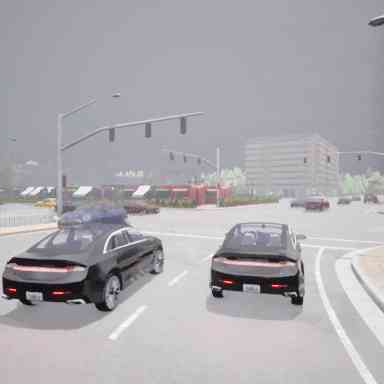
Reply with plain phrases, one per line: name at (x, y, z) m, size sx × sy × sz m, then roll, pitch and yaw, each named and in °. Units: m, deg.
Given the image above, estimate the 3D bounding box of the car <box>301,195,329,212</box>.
car at (14.872, 1.477, 39.349) m, size 1.882 × 1.535 × 5.008 m, roll 0°, pitch 0°, yaw 33°

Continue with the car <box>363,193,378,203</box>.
car at (36.576, 1.224, 68.305) m, size 2.150 × 2.045 × 5.566 m, roll 0°, pitch 0°, yaw 31°

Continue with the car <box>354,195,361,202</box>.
car at (39.246, 1.524, 79.411) m, size 2.128 × 1.511 × 4.902 m, roll 0°, pitch 0°, yaw 31°

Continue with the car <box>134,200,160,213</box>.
car at (-5.517, 1.532, 33.046) m, size 5.008 × 1.535 × 1.882 m, roll 0°, pitch 0°, yaw 30°

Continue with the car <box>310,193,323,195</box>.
car at (21.048, 1.220, 56.430) m, size 2.150 × 2.045 × 5.566 m, roll 0°, pitch 0°, yaw 31°

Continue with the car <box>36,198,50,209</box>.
car at (-16.462, 1.532, 39.699) m, size 5.008 × 1.535 × 1.882 m, roll 0°, pitch 0°, yaw 32°

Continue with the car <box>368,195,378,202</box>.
car at (42.086, 1.523, 77.344) m, size 1.812 × 1.442 × 4.674 m, roll 0°, pitch 0°, yaw 31°

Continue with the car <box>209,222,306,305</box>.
car at (1.735, 1.491, 8.212) m, size 2.128 × 1.511 × 4.902 m, roll 0°, pitch 0°, yaw 16°

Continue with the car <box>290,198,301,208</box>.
car at (15.436, 1.546, 47.260) m, size 2.033 × 1.411 × 5.357 m, roll 0°, pitch 0°, yaw 31°

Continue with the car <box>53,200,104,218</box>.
car at (-11.029, 1.545, 32.215) m, size 4.902 × 1.511 × 2.128 m, roll 0°, pitch 0°, yaw 32°

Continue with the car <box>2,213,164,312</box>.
car at (-2.081, 1.491, 7.816) m, size 2.128 × 1.511 × 4.902 m, roll 0°, pitch 0°, yaw 12°

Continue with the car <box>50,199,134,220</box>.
car at (-5.555, 1.349, 19.189) m, size 2.097 × 1.767 × 4.553 m, roll 0°, pitch 0°, yaw 19°

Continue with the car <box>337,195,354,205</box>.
car at (27.750, 1.524, 60.359) m, size 1.812 × 1.442 × 4.674 m, roll 0°, pitch 0°, yaw 31°
